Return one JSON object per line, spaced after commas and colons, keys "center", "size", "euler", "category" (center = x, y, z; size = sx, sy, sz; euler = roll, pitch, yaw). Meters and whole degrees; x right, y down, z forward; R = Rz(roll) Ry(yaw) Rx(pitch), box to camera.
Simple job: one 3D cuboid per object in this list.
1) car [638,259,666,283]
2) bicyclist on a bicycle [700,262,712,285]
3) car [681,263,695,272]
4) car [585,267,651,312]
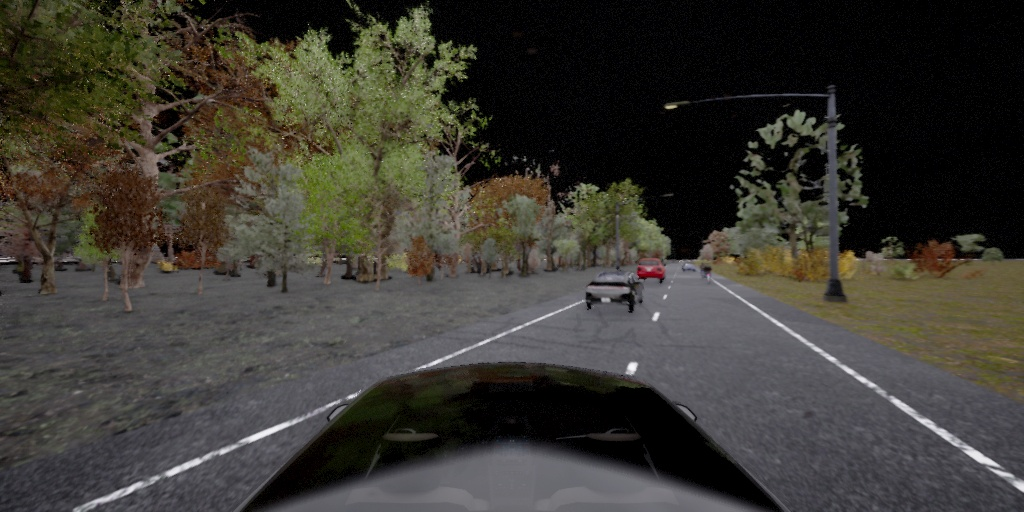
{"center": [12.591, 1.299, 32.355], "size": [2.150, 2.045, 5.566], "euler": [-1, -1, 25], "category": "car"}
{"center": [15.718, 1.391, 28.755], "size": [0.659, 1.776, 1.843], "euler": [-1, -1, 25], "category": "bicyclist on a bicycle"}
{"center": [28.768, 1.883, 58.277], "size": [2.033, 1.411, 5.357], "euler": [-1, -1, 25], "category": "car"}
{"center": [4.433, 1.389, 15.152], "size": [2.128, 1.511, 4.902], "euler": [-1, -1, 25], "category": "car"}
